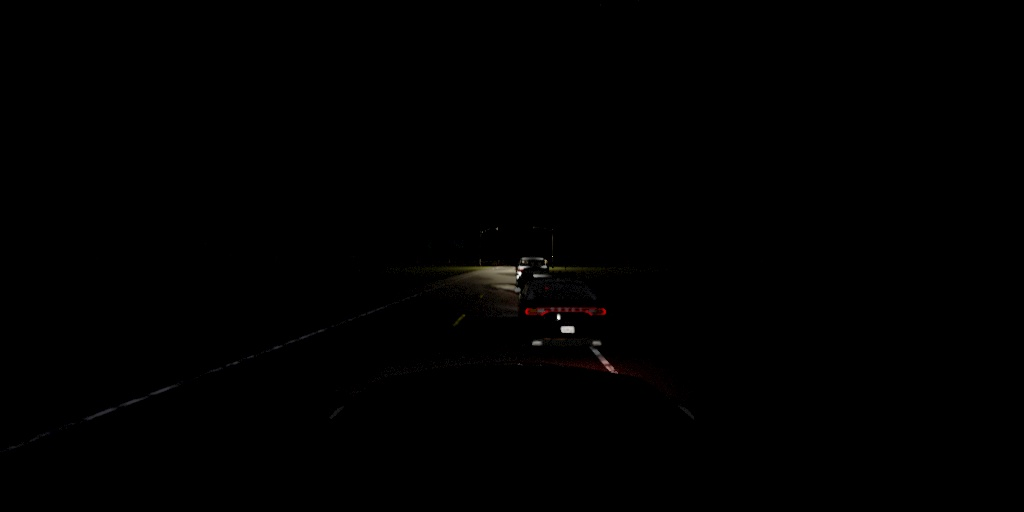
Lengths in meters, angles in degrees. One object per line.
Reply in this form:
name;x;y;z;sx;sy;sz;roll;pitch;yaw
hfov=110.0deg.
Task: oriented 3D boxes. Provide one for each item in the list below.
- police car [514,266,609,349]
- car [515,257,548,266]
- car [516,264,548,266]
police car;1.091;1.215;9.441;1.930;1.638;5.238;0;0;1
car;1.379;1.090;25.312;2.150;2.045;5.566;0;0;2
car;1.238;1.343;19.300;1.837;1.490;4.892;0;0;1
